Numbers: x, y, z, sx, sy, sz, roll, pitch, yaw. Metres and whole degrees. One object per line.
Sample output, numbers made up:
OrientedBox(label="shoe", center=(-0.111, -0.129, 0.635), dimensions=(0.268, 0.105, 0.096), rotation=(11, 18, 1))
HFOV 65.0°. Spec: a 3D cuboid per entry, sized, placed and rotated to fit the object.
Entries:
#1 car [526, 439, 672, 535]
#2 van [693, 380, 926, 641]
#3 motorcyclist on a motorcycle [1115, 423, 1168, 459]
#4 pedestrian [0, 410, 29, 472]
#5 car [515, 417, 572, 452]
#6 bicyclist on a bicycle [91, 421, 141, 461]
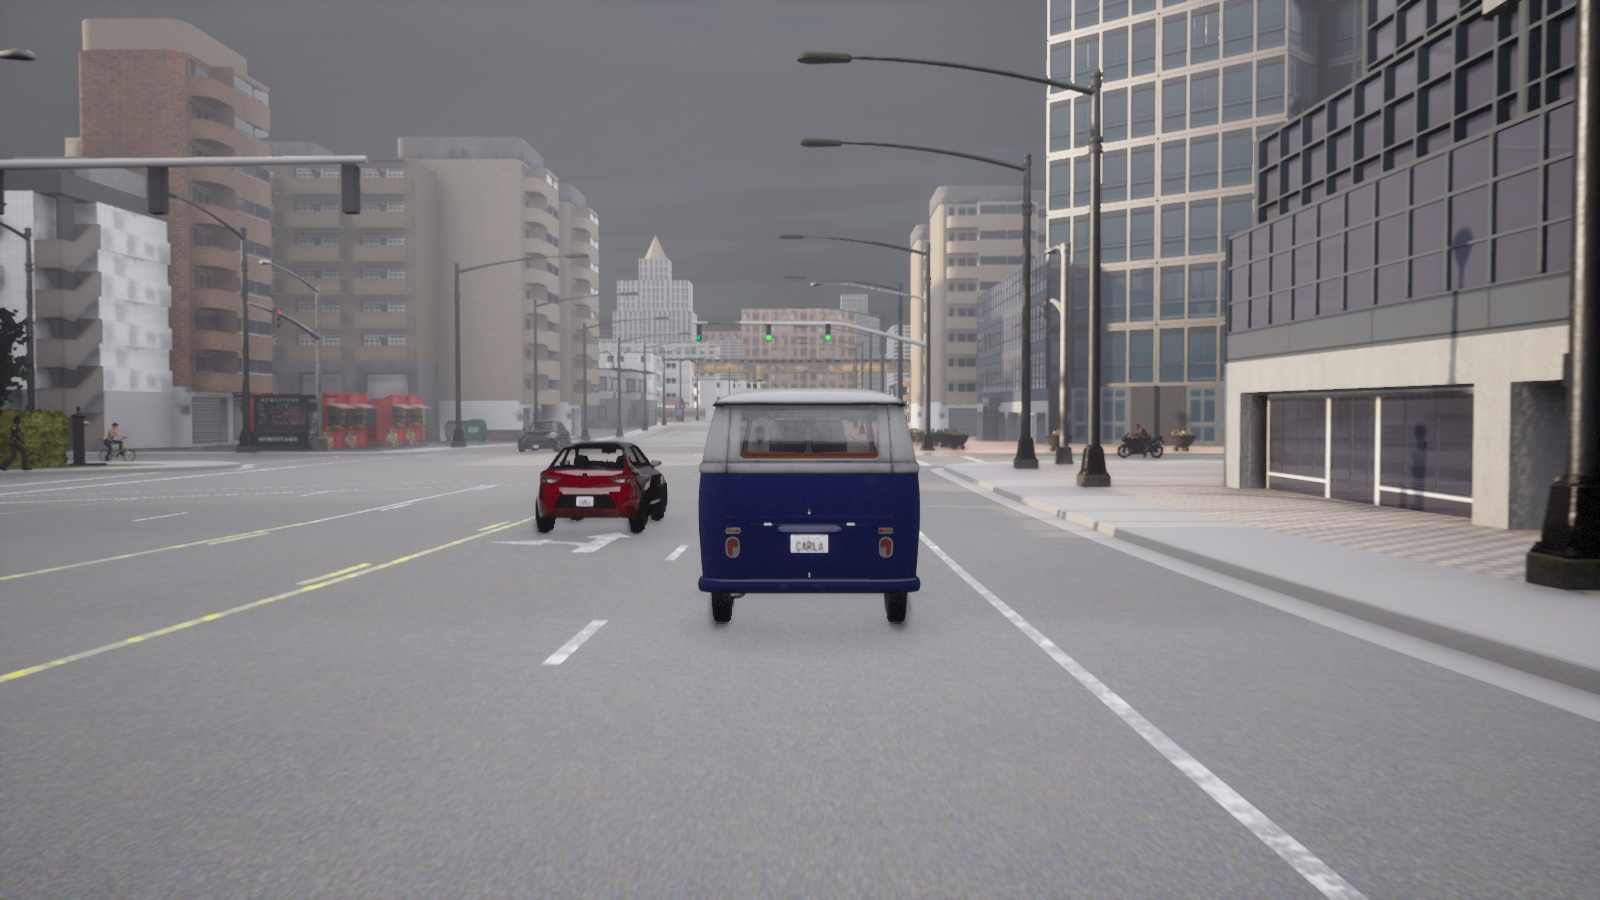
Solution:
OrientedBox(label="car", center=(-3.360, 0.563, 21.753), dimensions=(1.816, 1.474, 4.193), rotation=(0, 1, 0))
OrientedBox(label="van", center=(0.083, 0.443, 11.785), dimensions=(1.775, 1.987, 4.442), rotation=(0, 1, 0))
OrientedBox(label="motorcyclist on a motorcycle", center=(14.603, -0.385, 53.768), dimensions=(2.044, 1.523, 0.797), rotation=(0, 2, 1))
OrientedBox(label="pedestrian", center=(-25.008, -0.296, 39.979), dimensions=(0.692, 1.930, 0.395), rotation=(-2, 2, -42))
OrientedBox(label="car", center=(-13.602, -0.844, 66.797), dimensions=(2.097, 1.767, 4.553), rotation=(0, 1, 0))
OrientedBox(label="bicyclist on a bicycle", center=(-27.683, -0.364, 50.848), dimensions=(1.509, 1.612, 0.866), rotation=(0, 2, 1))
